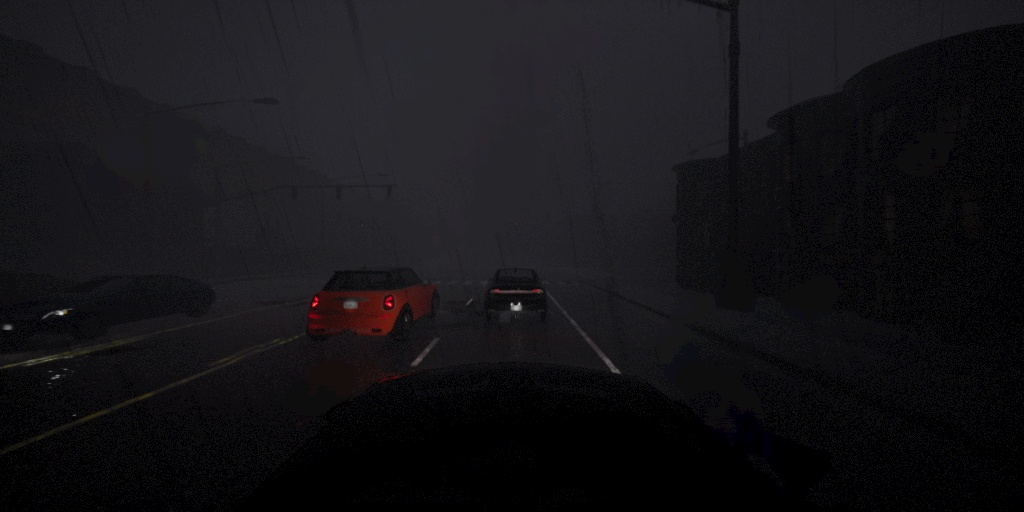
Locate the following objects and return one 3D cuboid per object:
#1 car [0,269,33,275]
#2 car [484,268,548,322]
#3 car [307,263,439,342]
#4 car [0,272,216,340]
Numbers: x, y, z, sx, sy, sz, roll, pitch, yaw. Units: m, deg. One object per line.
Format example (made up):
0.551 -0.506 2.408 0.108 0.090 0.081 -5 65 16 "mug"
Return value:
-14.072 1.155 9.310 1.882 1.535 5.008 0 0 0 "car"
0.116 1.149 11.963 2.128 1.511 4.902 0 0 0 "car"
-3.388 1.029 9.661 2.097 1.767 4.553 0 1 0 "car"
-10.567 1.199 9.838 1.812 1.442 4.674 0 1 0 "car"
